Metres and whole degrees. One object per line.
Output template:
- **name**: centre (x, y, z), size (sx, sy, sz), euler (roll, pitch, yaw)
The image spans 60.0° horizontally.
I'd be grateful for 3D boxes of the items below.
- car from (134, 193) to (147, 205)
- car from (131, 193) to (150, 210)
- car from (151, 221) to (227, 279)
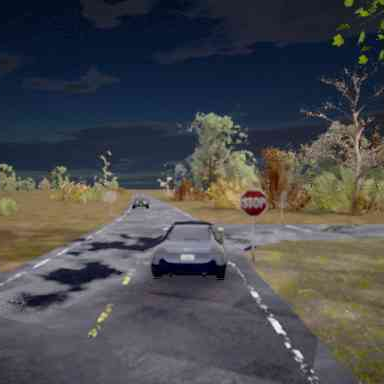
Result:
- **car**: centre (-9.197, 1.201, 59.640), size (2.150, 2.045, 5.566), euler (0, 0, -8)
- **car**: centre (-6.765, 1.208, 44.065), size (2.150, 2.045, 5.566), euler (0, 0, -9)
- **car**: centre (0.023, 1.562, 10.111), size (1.994, 1.385, 4.181), euler (0, 0, 4)
